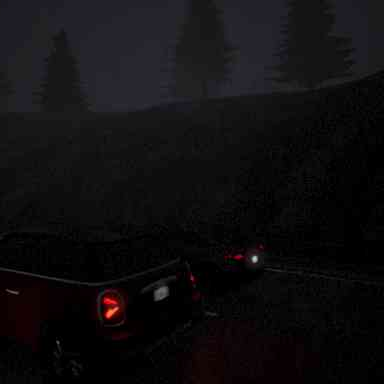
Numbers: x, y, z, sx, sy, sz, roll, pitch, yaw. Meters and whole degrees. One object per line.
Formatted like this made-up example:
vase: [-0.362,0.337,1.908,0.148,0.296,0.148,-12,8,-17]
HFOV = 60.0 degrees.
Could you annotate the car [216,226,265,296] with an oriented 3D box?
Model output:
car: [-0.337,1.437,8.312,4.181,1.385,1.994,0,1,32]

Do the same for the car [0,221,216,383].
car: [-2.173,1.295,5.321,4.553,1.767,2.097,0,1,33]
